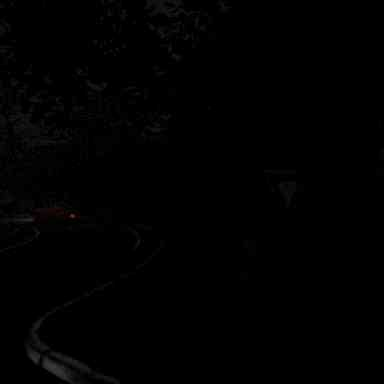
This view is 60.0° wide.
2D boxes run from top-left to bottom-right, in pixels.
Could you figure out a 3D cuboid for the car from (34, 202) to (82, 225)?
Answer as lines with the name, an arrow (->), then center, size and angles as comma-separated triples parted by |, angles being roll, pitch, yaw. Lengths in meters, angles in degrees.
car -> -9.868, 1.474, 24.347 | 1.882, 1.535, 5.008 | 0, 0, -45
